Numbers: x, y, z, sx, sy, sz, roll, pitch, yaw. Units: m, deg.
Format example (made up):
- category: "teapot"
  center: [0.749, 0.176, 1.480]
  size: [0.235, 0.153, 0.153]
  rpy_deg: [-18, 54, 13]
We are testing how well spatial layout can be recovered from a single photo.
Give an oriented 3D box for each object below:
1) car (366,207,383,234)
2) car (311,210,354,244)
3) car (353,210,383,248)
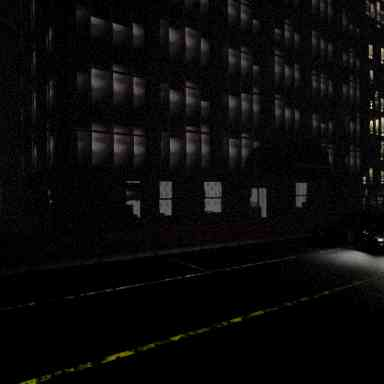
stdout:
- category: "car"
  center: [12.101, 1.547, 19.065]
  size: [4.403, 1.369, 2.008]
  rpy_deg: [0, -1, -35]
- category: "car"
  center: [7.474, 1.542, 15.764]
  size: [4.507, 1.381, 1.887]
  rpy_deg: [0, -1, -35]
- category: "car"
  center: [8.873, 1.502, 13.571]
  size: [4.892, 1.490, 1.837]
  rpy_deg: [0, 0, -35]
